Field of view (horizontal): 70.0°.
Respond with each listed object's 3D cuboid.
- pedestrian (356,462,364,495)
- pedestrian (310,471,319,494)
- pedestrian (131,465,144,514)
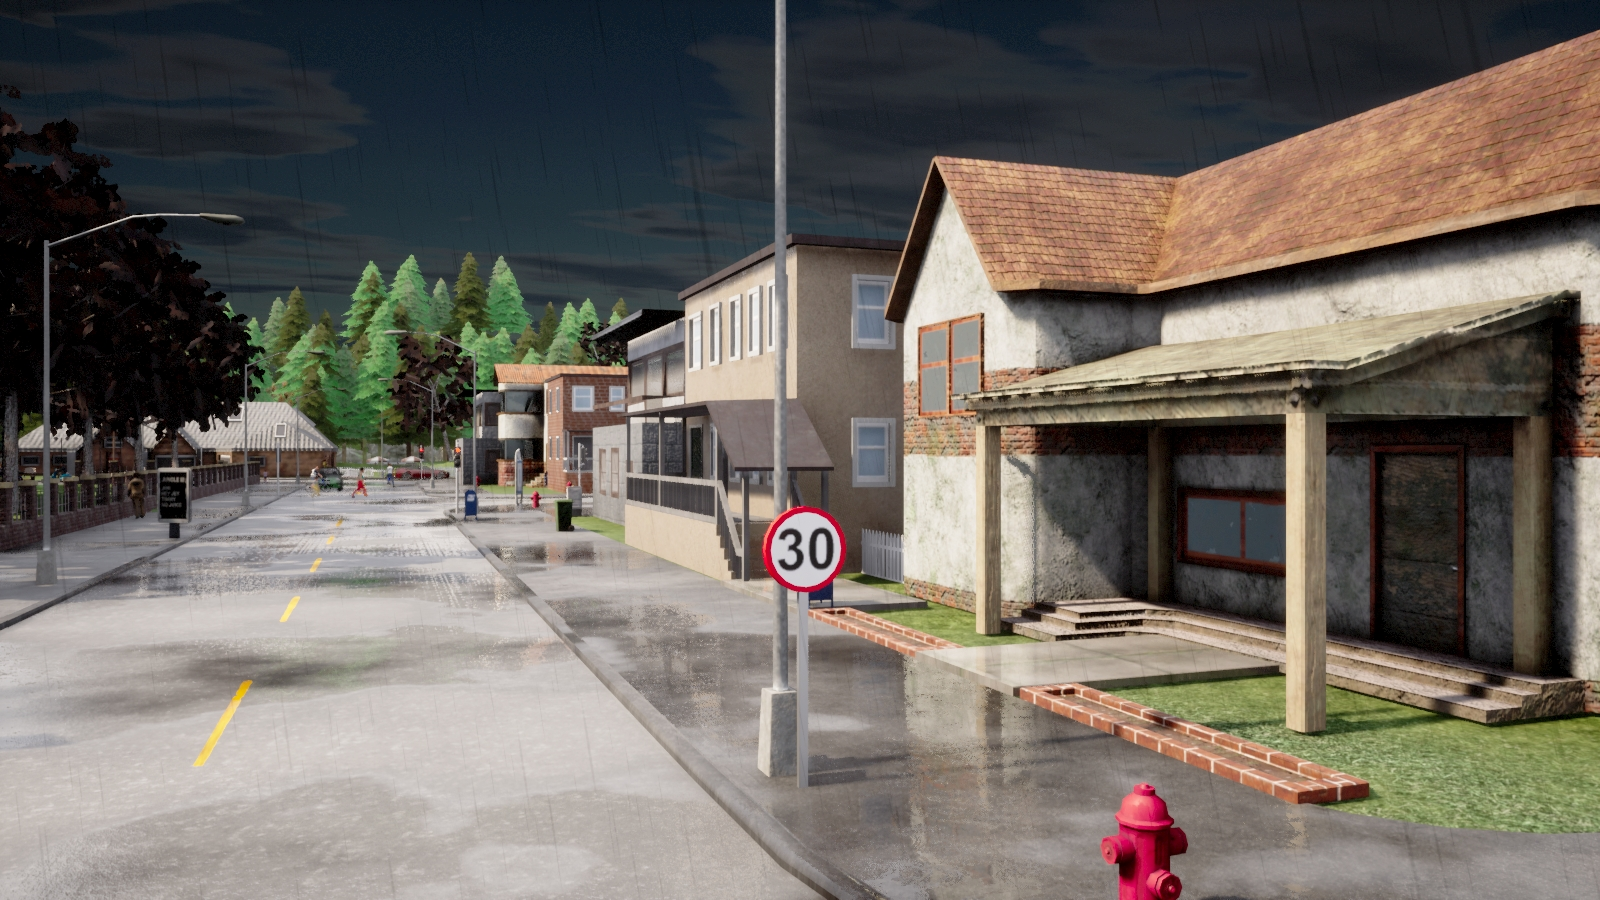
[{"bbox_3d":[-25.369,1.628,65.850,0.375,1.860,0.375,0,0,-27],"label":"pedestrian"},{"bbox_3d":[-28.461,1.908,66.960,0.375,1.300,0.375,0,0,1],"label":"pedestrian"},{"bbox_3d":[-25.543,1.525,44.064,0.375,1.860,0.375,0,0,-20],"label":"pedestrian"}]
